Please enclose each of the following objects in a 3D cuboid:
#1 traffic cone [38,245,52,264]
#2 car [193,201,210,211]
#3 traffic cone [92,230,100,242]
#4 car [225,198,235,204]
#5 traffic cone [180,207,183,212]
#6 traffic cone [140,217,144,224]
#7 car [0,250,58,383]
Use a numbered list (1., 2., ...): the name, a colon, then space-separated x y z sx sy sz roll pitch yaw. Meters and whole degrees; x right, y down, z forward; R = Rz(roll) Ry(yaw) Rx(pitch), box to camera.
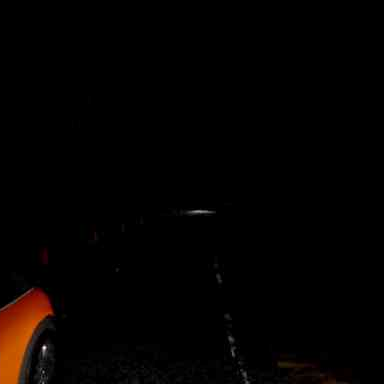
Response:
1. traffic cone: -4.908 2.075 11.113 0.340 0.580 0.340 0 -1 2
2. car: 1.454 2.068 48.988 1.994 1.385 4.181 0 -1 10
3. traffic cone: -4.680 2.127 16.155 0.340 0.580 0.340 0 -1 3
4. car: 10.313 2.373 89.992 1.837 1.490 4.892 0 -1 18
5. traffic cone: -1.471 2.433 46.251 0.340 0.580 0.340 0 -1 9
6. traffic cone: -3.959 2.230 26.222 0.340 0.580 0.340 0 -1 5
7. car: -2.660 1.376 2.077 2.097 1.767 4.553 0 -1 1
